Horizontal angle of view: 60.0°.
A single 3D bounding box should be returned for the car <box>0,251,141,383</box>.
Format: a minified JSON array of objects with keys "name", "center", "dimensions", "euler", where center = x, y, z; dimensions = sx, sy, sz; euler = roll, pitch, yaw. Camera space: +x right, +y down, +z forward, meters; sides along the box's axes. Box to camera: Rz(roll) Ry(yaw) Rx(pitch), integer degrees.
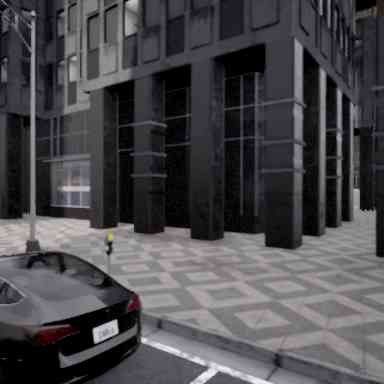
[{"name":"car","center":[-2.631,1.547,4.842],"dimensions":[4.313,1.339,1.947],"euler":[0,0,36]}]
